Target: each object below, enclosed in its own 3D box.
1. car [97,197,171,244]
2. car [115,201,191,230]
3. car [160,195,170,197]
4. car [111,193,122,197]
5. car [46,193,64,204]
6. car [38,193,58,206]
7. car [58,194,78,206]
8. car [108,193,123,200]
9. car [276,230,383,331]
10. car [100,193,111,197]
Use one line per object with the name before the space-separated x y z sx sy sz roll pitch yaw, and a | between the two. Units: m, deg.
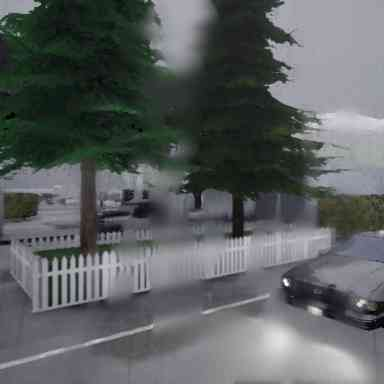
car | -2.738 1.318 15.465 3.866 1.878 1.905 0 0 -36
car | -2.571 1.491 22.595 4.611 1.667 2.242 0 0 -36
car | -5.571 1.368 71.301 1.845 1.501 3.633 0 0 -36
car | -13.668 1.333 65.445 2.007 1.523 4.514 0 0 -36
car | -24.150 1.115 58.678 1.932 1.855 4.605 0 0 -36
car | -22.168 1.090 50.385 1.905 1.878 3.866 0 0 -36
car | -19.122 1.379 51.851 1.970 1.475 3.806 0 0 -36
car | -19.420 1.141 84.158 1.932 1.855 4.605 0 0 -36
car | 4.170 1.552 6.963 5.357 1.411 2.033 0 0 -35
car | -21.525 1.117 82.113 1.905 1.878 3.866 0 0 -36
